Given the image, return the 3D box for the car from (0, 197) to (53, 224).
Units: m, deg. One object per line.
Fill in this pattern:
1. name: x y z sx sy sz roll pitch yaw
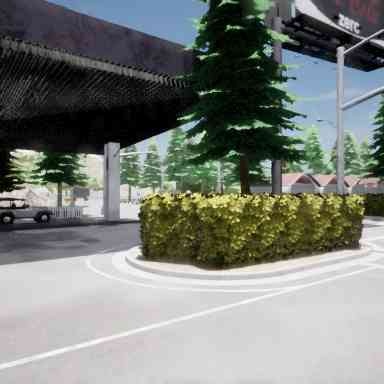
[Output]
1. car: -12.000 1.313 23.459 3.866 1.878 1.905 0 0 -36
